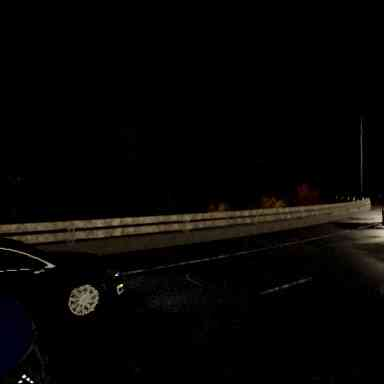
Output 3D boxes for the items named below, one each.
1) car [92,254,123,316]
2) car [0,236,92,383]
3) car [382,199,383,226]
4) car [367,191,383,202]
[{"bbox_3d":[-3.605,1.503,5.641,4.892,1.490,1.837,0,0,-36],"label":"car"},{"bbox_3d":[-3.527,1.227,1.339,5.566,2.045,2.150,0,0,-35],"label":"car"},{"bbox_3d":[13.989,1.407,21.871,1.882,1.535,5.008,0,0,41],"label":"car"},{"bbox_3d":[37.353,0.879,67.534,2.150,2.045,5.566,0,0,11],"label":"car"}]
